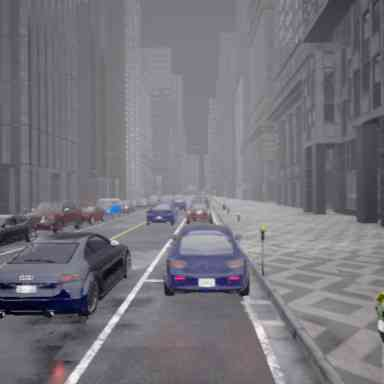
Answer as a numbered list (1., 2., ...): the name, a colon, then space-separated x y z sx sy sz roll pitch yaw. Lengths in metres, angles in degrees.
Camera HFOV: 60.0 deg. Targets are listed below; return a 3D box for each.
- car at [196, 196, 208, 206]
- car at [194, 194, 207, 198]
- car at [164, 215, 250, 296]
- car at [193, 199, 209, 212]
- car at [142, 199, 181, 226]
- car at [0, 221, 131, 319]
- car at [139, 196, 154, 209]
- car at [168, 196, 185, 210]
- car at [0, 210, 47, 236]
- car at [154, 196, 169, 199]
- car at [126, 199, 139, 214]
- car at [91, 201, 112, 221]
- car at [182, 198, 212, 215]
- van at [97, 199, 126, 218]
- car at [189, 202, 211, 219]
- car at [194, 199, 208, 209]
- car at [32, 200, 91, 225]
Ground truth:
1. car: 1.745 1.619 59.077 1.967 1.590 4.097 -1 0 2
2. car: 0.952 1.426 36.547 2.192 1.841 5.009 -1 0 2
3. car: 0.359 1.550 8.574 1.812 1.442 4.674 -1 0 2
4. car: 1.152 1.673 42.179 1.887 1.381 4.507 -1 0 2
5. car: -2.124 1.576 24.686 1.882 1.535 5.008 -1 0 2
6. car: -2.724 1.613 7.615 1.994 1.385 4.181 -1 0 2
7. car: -7.171 1.659 48.103 1.967 1.590 4.097 -1 0 2
8. car: -1.600 1.630 42.466 1.882 1.535 5.008 -1 0 2
9. car: -8.358 1.685 14.303 1.947 1.339 4.313 -1 0 2
10. car: -4.362 1.739 49.249 1.837 1.490 4.892 -1 0 2
11. car: -7.567 1.626 36.836 1.967 1.590 4.097 -1 0 2
12. car: -7.962 1.697 25.570 1.887 1.381 4.507 -1 0 2
13. car: 0.557 1.518 25.280 1.967 1.590 4.097 -1 0 2
14. van: -7.766 1.510 31.204 1.690 1.788 3.998 -1 0 2
15. car: 0.756 1.660 30.913 1.947 1.339 4.313 -1 0 2
16. car: 1.351 1.711 47.812 1.947 1.339 4.313 -1 0 2
17. car: -8.163 1.451 19.937 2.192 1.841 5.009 -1 0 2
